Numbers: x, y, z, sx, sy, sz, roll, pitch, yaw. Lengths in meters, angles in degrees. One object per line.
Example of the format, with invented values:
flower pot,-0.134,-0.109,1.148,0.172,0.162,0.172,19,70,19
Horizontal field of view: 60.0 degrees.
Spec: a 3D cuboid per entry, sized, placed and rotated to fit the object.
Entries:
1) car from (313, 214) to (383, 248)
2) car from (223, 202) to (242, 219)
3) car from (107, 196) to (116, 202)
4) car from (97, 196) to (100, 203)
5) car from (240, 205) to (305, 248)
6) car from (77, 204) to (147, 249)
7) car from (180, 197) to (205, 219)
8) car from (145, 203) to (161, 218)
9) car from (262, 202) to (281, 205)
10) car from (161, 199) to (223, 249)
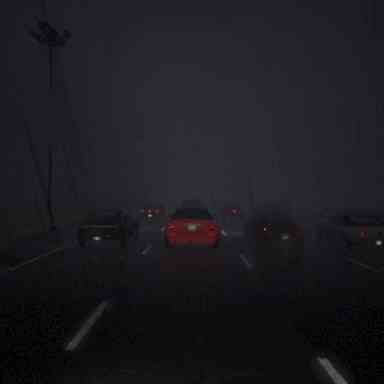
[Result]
car,7.000,1.617,14.682,1.895,1.301,4.718,0,0,0
car,3.534,1.577,29.620,1.994,1.385,4.181,0,0,0
car,-17.346,1.670,73.746,2.033,1.411,5.357,0,-1,0
car,-20.846,1.608,73.757,1.882,1.535,5.008,0,-1,0
car,3.500,1.534,14.652,1.812,1.442,4.674,0,0,0
car,-3.500,1.496,14.653,2.128,1.511,4.902,0,0,0
car,0.034,1.371,29.601,2.097,1.767,4.553,0,0,0
car,-3.466,1.621,29.670,1.895,1.301,4.718,0,0,0
car,7.034,1.577,29.611,1.994,1.385,4.181,0,0,0
car,0.000,1.367,14.622,2.097,1.767,4.553,0,0,0
